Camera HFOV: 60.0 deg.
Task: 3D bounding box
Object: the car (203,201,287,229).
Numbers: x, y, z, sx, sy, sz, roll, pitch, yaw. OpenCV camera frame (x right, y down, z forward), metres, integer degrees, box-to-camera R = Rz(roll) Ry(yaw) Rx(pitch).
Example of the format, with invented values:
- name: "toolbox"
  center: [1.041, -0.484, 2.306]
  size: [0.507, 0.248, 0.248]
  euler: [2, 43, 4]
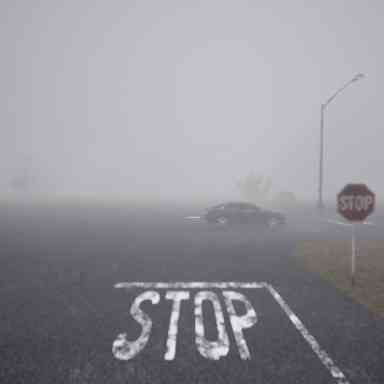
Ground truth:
- name: "car"
  center: [3.092, 1.295, 19.635]
  size: [4.892, 1.490, 1.837]
  euler: [1, 1, 0]
